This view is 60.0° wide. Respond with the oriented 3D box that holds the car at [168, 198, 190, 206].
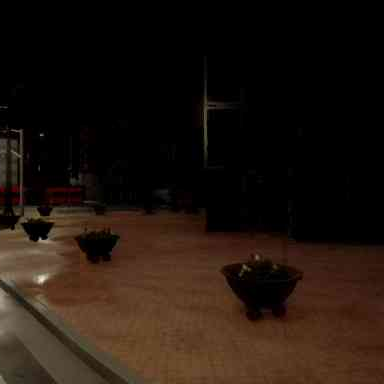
[{"bbox_3d":[-2.723,2.015,68.396,5.008,1.535,1.882,0,0,-42],"label":"car"}]
